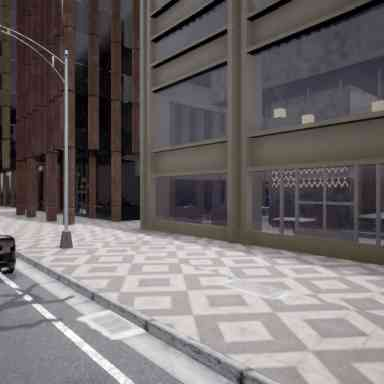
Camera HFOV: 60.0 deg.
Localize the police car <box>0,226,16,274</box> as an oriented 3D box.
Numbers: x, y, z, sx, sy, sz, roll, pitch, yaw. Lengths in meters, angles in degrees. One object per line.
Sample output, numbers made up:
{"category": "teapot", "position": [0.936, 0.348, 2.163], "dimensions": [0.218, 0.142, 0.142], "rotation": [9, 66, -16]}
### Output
{"category": "police car", "position": [-6.705, 1.425, 9.787], "dimensions": [1.930, 1.638, 5.238], "rotation": [0, 0, -41]}
